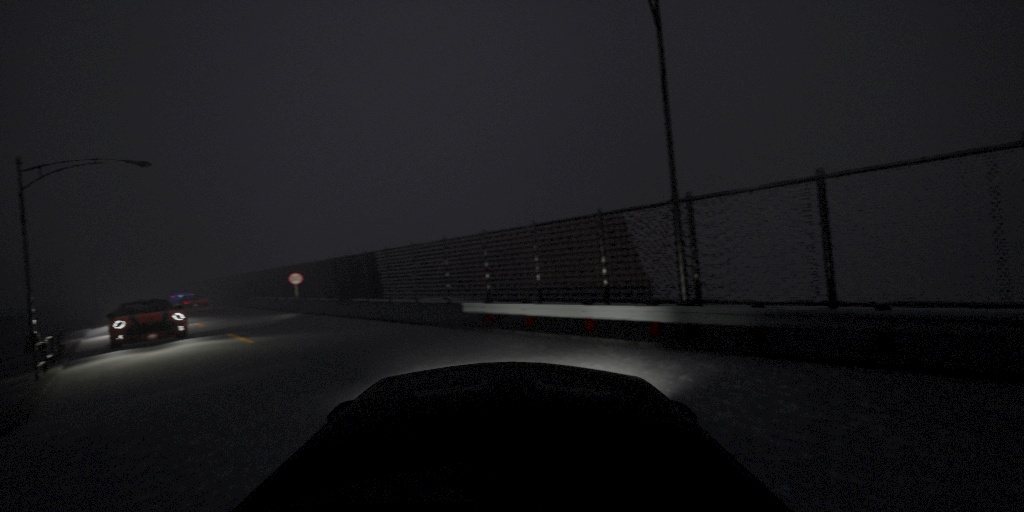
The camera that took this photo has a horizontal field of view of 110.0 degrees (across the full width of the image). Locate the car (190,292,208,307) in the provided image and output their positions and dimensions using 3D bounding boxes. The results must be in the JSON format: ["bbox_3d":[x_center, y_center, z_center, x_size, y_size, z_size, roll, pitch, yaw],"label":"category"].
[{"bbox_3d":[-31.305,4.474,35.118,4.718,1.301,1.895,-6,-1,43],"label":"car"}]

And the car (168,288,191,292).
[{"bbox_3d":[-39.019,4.854,42.005,5.566,2.045,2.150,-6,-1,42],"label":"car"}]

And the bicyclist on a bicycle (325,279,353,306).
[{"bbox_3d":[-10.583,2.219,21.930,0.582,1.620,1.656,-6,-1,42],"label":"bicyclist on a bicycle"}]

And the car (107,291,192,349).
[{"bbox_3d":[-15.109,2.585,14.854,4.553,1.767,2.097,-6,-1,42],"label":"car"}]
